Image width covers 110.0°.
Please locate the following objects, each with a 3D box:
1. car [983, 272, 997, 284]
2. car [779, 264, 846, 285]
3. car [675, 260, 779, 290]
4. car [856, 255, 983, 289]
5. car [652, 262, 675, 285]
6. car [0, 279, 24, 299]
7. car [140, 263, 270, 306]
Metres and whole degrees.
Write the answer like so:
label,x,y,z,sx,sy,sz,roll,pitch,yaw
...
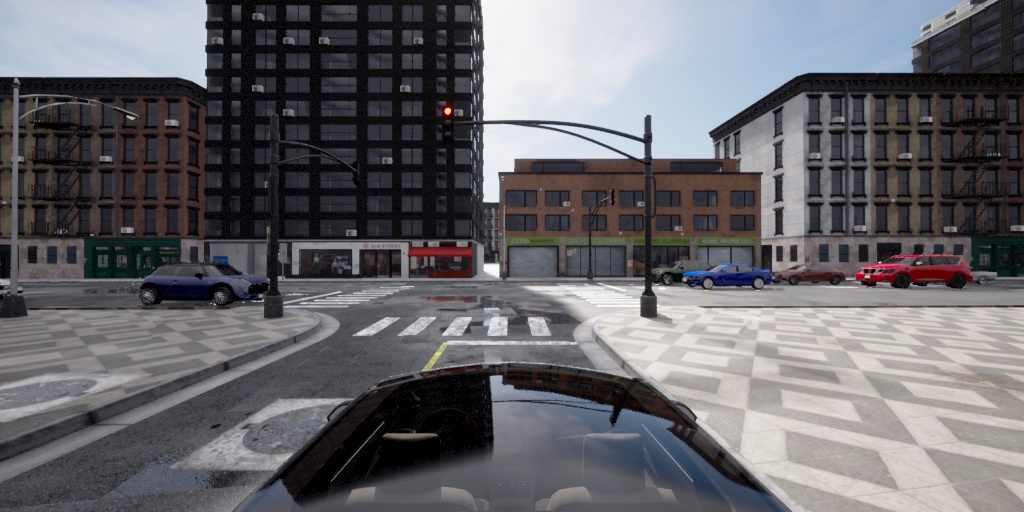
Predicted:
label,x,y,z,sx,sy,sz,roll,pitch,yaw
car,30.783,1.327,25.347,4.718,1.301,1.895,0,0,0
car,20.794,1.272,25.312,4.674,1.442,1.812,0,0,0
car,13.105,1.213,22.043,5.008,1.535,1.882,0,0,-2
car,24.658,0.936,22.090,5.566,2.045,2.150,0,0,0
car,11.967,1.117,25.301,4.553,1.767,2.097,0,0,0
car,-23.952,1.278,15.239,4.674,1.442,1.812,0,0,0
car,-12.667,1.080,15.077,4.553,1.767,2.097,0,0,3
